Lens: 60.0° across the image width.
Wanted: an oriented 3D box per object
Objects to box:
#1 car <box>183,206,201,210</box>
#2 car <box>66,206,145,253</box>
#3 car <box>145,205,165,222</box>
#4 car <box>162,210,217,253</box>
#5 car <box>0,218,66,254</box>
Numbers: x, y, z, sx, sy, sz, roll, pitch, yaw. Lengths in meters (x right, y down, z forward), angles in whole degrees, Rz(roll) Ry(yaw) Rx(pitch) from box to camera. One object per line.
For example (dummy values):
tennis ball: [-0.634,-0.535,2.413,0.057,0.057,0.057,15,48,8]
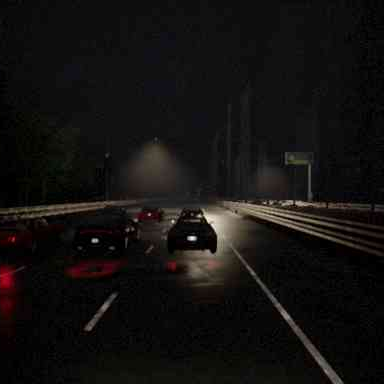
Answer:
car: [0.004,1.894,29.107,1.895,1.301,4.718,0,-1,0]
car: [-3.495,1.617,14.477,1.882,1.535,5.008,0,0,0]
car: [-3.495,1.860,29.327,1.994,1.385,4.181,0,-1,0]
car: [0.005,1.702,14.277,1.994,1.385,4.181,0,-1,0]
car: [-6.998,1.737,14.106,1.895,1.301,4.718,0,-1,0]
